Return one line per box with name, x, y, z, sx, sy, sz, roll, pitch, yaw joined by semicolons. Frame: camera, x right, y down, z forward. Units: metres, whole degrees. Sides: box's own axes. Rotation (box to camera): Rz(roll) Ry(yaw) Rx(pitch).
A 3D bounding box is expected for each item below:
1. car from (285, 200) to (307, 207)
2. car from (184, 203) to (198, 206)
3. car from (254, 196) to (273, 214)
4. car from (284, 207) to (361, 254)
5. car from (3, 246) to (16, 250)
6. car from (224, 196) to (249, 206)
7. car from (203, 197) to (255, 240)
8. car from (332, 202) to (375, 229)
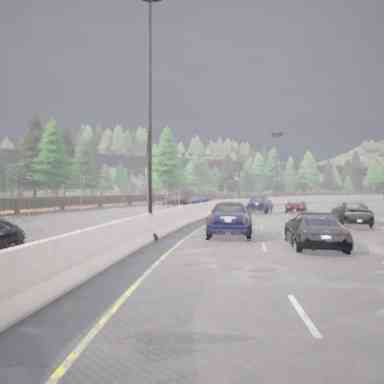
car;10.755;1.458;34.082;1.895;1.301;4.718;0;0;22
car;0.757;1.245;46.169;1.882;1.535;5.008;0;0;27
car;6.962;1.200;33.847;2.097;1.767;4.553;0;0;21
car;4.913;1.509;13.385;1.994;1.385;4.181;0;0;9
car;-6.458;1.442;8.764;1.837;1.490;4.892;0;0;6
car;6.731;1.366;49.940;1.895;1.301;4.718;0;0;31
car;1.979;1.272;16.839;2.097;1.767;4.553;0;0;10
car;10.144;1.412;21.249;2.128;1.511;4.902;0;0;15
